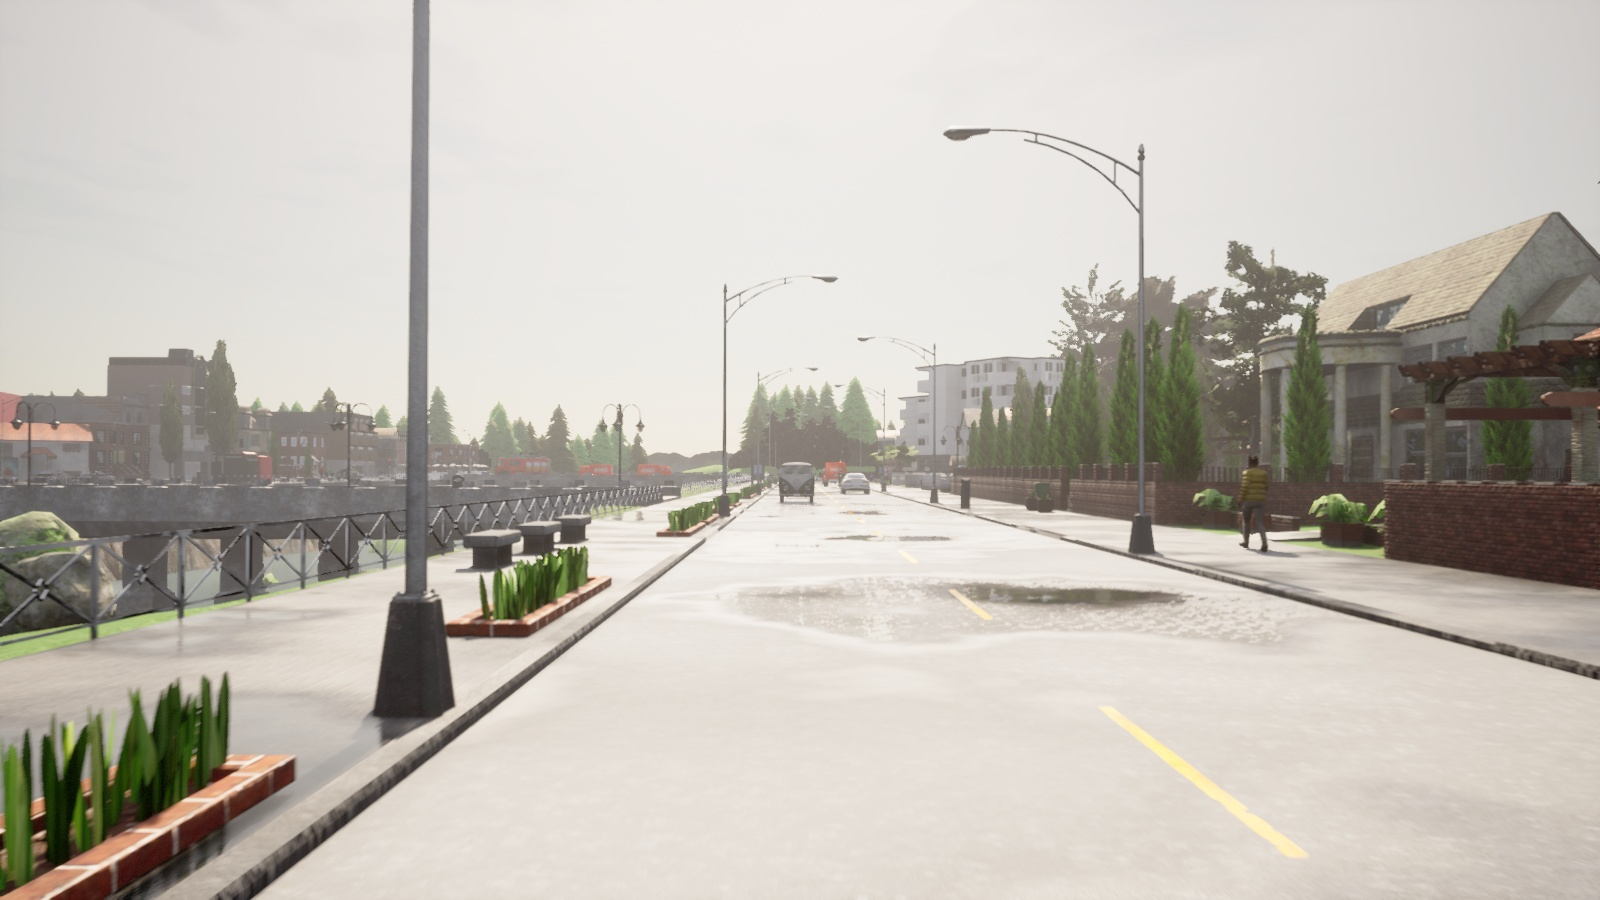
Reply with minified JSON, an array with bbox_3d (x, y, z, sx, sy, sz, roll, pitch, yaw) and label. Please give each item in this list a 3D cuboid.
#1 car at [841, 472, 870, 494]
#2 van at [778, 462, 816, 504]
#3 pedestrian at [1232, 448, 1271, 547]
[{"bbox_3d":[3.796,2.275,86.619,1.812,1.442,4.674,0,-1,0],"label":"car"},{"bbox_3d":[-0.147,1.608,62.141,1.775,1.987,4.442,0,-1,0],"label":"van"},{"bbox_3d":[8.488,0.886,23.616,0.431,1.840,0.709,0,-1,-2],"label":"pedestrian"}]
